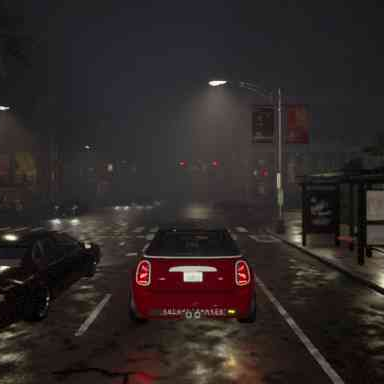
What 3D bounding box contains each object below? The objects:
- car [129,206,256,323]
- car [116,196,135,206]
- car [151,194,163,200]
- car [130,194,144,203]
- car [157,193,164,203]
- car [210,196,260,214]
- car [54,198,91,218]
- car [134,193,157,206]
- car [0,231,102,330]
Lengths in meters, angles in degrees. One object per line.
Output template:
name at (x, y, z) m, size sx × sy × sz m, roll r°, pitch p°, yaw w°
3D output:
car at (0.006, 1.352, 7.348) m, size 2.097 × 1.767 × 4.553 m, roll 0°, pitch 0°, yaw 0°
car at (-11.177, 1.601, 54.663) m, size 1.895 × 1.301 × 4.718 m, roll 0°, pitch 0°, yaw 0°
car at (-9.765, 1.355, 94.215) m, size 2.097 × 1.767 × 4.553 m, roll 0°, pitch 0°, yaw 12°
car at (-11.246, 1.355, 68.552) m, size 2.097 × 1.767 × 4.553 m, roll 0°, pitch 0°, yaw -1°
car at (-7.770, 1.225, 70.788) m, size 2.150 × 2.045 × 5.566 m, roll 0°, pitch 0°, yaw -1°
car at (4.634, 1.477, 35.277) m, size 5.008 × 1.535 × 1.882 m, roll 0°, pitch 1°, yaw 16°
car at (-10.920, 1.352, 30.570) m, size 2.097 × 1.767 × 4.553 m, roll 0°, pitch 0°, yaw -1°
car at (-7.684, 1.223, 55.424) m, size 2.150 × 2.045 × 5.566 m, roll 0°, pitch 0°, yaw 0°
car at (-3.494, 1.547, 7.141) m, size 2.033 × 1.411 × 5.357 m, roll 0°, pitch 0°, yaw 0°
